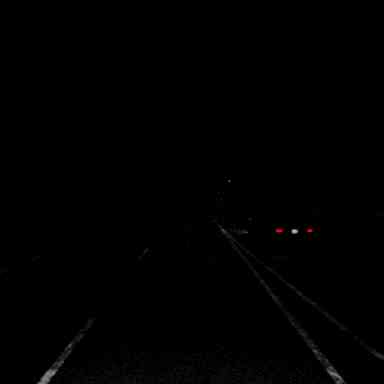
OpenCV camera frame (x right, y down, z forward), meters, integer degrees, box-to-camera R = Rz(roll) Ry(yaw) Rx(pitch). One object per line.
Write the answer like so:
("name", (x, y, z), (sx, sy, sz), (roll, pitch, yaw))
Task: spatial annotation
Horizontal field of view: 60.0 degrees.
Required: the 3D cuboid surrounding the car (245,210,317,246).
("car", (3.770, 1.524, 15.005), (2.033, 1.411, 5.357), (0, 0, -2))
